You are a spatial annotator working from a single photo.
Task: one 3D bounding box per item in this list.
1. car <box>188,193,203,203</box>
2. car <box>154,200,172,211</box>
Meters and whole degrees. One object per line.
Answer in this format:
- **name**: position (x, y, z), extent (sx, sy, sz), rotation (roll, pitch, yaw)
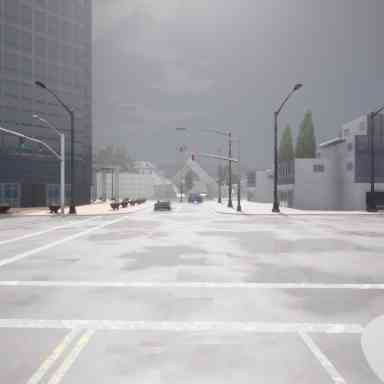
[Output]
- **car**: position (0.708, 1.221, 67.382), extent (2.150, 2.045, 5.566), rotation (0, 0, 12)
- **car**: position (-3.620, 1.601, 41.672), extent (1.895, 1.301, 4.718), rotation (0, 0, 0)
